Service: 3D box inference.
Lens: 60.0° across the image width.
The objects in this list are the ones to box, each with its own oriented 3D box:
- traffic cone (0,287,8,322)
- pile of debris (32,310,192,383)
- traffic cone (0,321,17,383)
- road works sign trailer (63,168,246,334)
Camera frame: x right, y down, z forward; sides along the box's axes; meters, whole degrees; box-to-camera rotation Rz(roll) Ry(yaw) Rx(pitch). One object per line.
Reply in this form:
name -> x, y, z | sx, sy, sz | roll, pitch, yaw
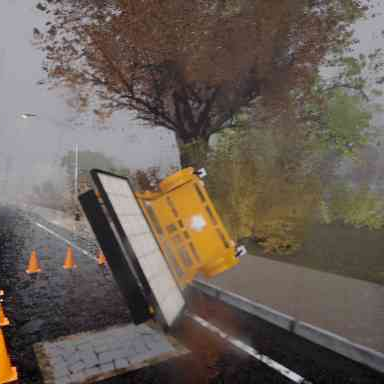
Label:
traffic cone -> -3.395, 2.000, 5.786 | 0.340, 0.580, 0.340 | -1, 0, -31
pile of debris -> -1.191, 2.176, 4.802 | 1.860, 0.140, 1.500 | -1, 0, -31
traffic cone -> -2.352, 1.985, 4.079 | 0.340, 0.580, 0.340 | -1, 0, -31
road works sign trailer -> -0.786, 0.955, 6.087 | 2.880, 2.380, 3.560 | -28, -7, 6
